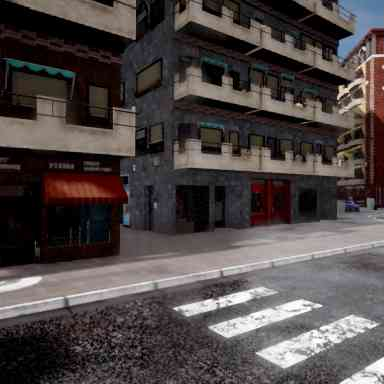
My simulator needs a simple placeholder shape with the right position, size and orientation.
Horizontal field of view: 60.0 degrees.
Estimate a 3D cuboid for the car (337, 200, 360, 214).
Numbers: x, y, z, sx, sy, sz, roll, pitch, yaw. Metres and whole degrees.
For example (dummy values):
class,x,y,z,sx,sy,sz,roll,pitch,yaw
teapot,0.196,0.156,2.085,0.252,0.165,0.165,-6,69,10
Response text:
class,x,y,z,sx,sy,sz,roll,pitch,yaw
car,17.847,1.671,38.844,1.882,1.535,5.008,0,0,5
